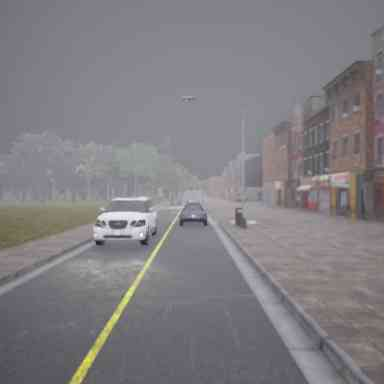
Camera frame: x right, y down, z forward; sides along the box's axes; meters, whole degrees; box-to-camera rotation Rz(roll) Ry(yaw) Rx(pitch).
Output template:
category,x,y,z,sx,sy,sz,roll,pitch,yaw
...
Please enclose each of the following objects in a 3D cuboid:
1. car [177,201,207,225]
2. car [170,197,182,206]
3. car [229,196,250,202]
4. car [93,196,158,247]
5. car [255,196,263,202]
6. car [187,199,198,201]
category,x,y,z,sx,sy,sz,roll,pitch,yaw
car,0.097,1.591,24.497,1.994,1.385,4.181,0,0,0
car,-2.761,1.683,58.728,2.128,1.511,4.902,0,-1,0
car,10.419,1.562,72.959,4.403,1.369,2.008,-1,1,0
car,-2.852,1.226,15.492,2.150,2.045,5.566,0,0,0
car,15.951,1.474,72.958,4.206,1.307,1.802,-1,1,0
car,0.088,1.601,42.555,1.812,1.442,4.674,0,0,0
